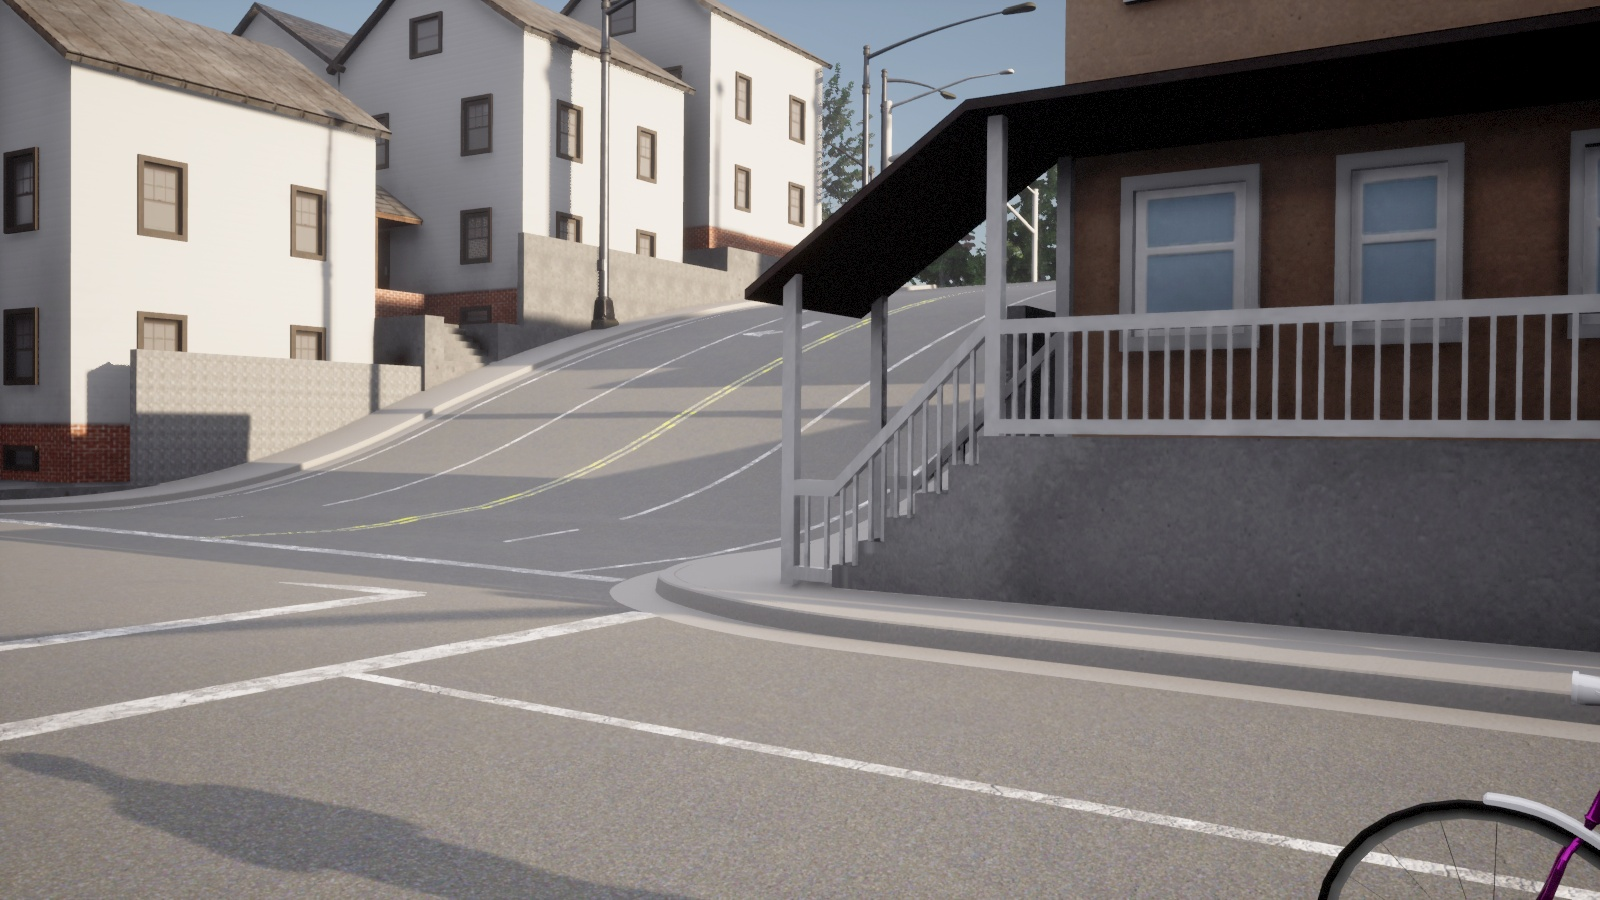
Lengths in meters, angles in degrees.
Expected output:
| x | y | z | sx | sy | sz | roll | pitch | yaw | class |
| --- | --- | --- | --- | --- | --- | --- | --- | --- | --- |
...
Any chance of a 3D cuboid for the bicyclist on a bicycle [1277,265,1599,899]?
| x | y | z | sx | sy | sz | roll | pitch | yaw | class |
| --- | --- | --- | --- | --- | --- | --- | --- | --- | --- |
| 1.928 | 0.552 | 2.340 | 1.843 | 1.776 | 0.659 | 0 | 1 | 34 | bicyclist on a bicycle |
